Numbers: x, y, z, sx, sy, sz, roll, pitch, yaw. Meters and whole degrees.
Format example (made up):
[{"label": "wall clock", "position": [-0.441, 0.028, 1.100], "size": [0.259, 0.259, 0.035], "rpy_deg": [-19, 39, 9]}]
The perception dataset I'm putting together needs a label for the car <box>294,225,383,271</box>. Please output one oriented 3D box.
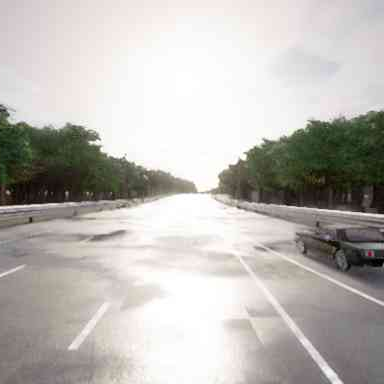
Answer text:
[{"label": "car", "position": [5.332, 1.808, 11.662], "size": [1.895, 1.301, 4.718], "rpy_deg": [1, -1, -6]}]
